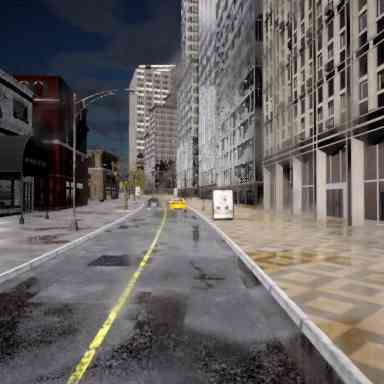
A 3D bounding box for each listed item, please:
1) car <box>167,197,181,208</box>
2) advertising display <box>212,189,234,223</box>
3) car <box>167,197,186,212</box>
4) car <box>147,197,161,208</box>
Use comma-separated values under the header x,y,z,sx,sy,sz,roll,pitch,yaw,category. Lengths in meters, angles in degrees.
x,y,z,sx,sy,sz,roll,pitch,yaw,category
-2.705,1.508,49.566,1.812,1.442,4.674,0,0,-6,car
2.270,1.026,24.410,1.540,2.440,0.280,-1,-1,-3,advertising display
-1.736,1.467,39.444,1.882,1.535,5.008,0,0,-5,car
-5.314,1.506,46.664,1.812,1.442,4.674,0,0,-6,car
